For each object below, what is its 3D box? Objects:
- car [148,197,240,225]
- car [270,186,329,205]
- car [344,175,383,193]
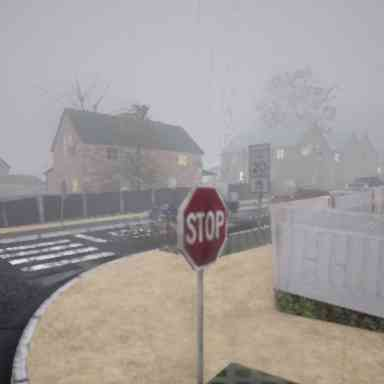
[{"bbox_3d":[0.150,0.836,16.698,4.718,1.301,1.895,-4,3,-40],"label":"car"},{"bbox_3d":[7.431,0.274,22.838,4.718,1.301,1.895,-4,3,-40],"label":"car"},{"bbox_3d":[15.308,-0.585,29.476,4.553,1.767,2.097,-5,3,-42],"label":"car"}]
